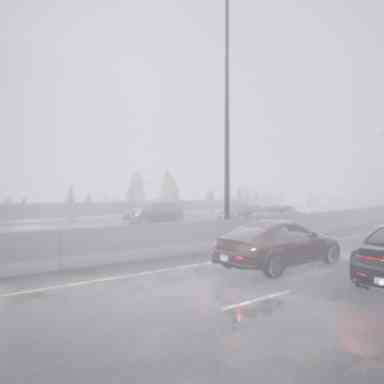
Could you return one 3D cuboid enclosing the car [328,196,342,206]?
[{"bbox_3d":[26.207,1.670,60.879,2.097,1.767,4.553,0,0,19],"label":"car"}]

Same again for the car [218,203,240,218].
[{"bbox_3d":[3.994,1.618,25.669,4.902,1.511,2.128,0,0,-45],"label":"car"}]

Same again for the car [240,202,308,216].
[{"bbox_3d":[5.622,1.616,22.378,4.892,1.490,1.837,0,0,-44],"label":"car"}]

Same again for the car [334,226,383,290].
[{"bbox_3d":[5.669,1.548,8.154,4.892,1.490,1.837,0,0,-39],"label":"car"}]

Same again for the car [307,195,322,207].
[{"bbox_3d":[21.167,1.510,57.566,2.150,2.045,5.566,0,0,23],"label":"car"}]

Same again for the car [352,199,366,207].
[{"bbox_3d":[28.462,1.835,56.942,2.033,1.411,5.357,0,0,21],"label":"car"}]

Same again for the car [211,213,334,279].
[{"bbox_3d":[2.659,1.577,10.202,4.674,1.442,1.812,0,0,-38],"label":"car"}]

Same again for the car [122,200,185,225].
[{"bbox_3d":[-2.763,1.468,24.177,4.553,1.767,2.097,0,0,-42],"label":"car"}]
